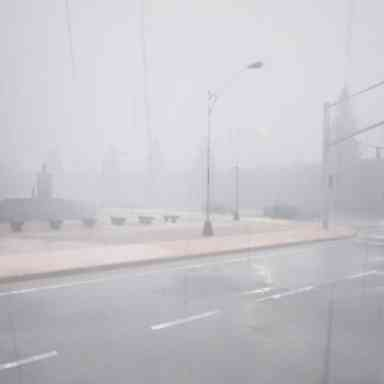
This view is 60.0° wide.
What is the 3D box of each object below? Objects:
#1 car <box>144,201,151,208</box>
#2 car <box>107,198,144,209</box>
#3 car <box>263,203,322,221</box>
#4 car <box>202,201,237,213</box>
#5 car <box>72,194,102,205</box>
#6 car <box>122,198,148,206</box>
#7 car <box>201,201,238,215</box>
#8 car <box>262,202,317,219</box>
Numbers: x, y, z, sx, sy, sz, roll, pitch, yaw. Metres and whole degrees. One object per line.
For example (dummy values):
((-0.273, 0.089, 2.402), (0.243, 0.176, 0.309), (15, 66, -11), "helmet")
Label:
((-8.716, 1.752, 51.953), (4.892, 1.490, 1.837), (0, -1, 26), "car")
((-10.128, 1.706, 48.760), (4.902, 1.511, 2.128), (0, -1, 27), "car")
((8.914, 1.814, 30.144), (2.033, 1.411, 5.357), (1, 0, -36), "car")
((3.435, 1.860, 42.681), (1.994, 1.385, 4.181), (1, -1, -44), "car")
((-19.940, 1.437, 63.096), (5.566, 2.045, 2.150), (0, 0, 10), "car")
((-10.396, 1.847, 60.375), (4.181, 1.385, 1.994), (0, 0, 22), "car")
((3.040, 1.754, 37.830), (2.128, 1.511, 4.902), (1, 0, -39), "car")
((9.980, 1.852, 34.615), (2.033, 1.411, 5.357), (1, 0, -36), "car")
